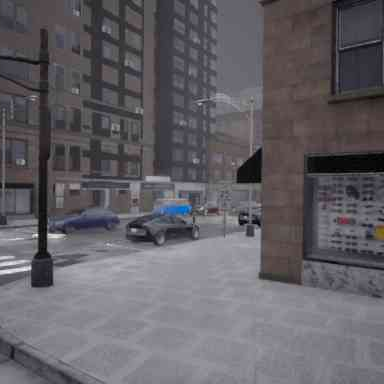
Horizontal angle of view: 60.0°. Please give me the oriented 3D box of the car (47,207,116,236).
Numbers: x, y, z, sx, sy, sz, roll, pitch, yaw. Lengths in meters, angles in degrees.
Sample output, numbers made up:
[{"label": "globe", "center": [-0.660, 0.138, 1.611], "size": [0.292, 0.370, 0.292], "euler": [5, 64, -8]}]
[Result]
[{"label": "car", "center": [-6.374, 1.637, 19.688], "size": [1.812, 1.442, 4.674], "euler": [1, 0, 37]}]

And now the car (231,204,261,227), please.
[{"label": "car", "center": [5.066, 1.851, 25.380], "size": [1.947, 1.339, 4.313], "euler": [0, 0, 36]}]

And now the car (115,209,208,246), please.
[{"label": "car", "center": [-1.364, 1.765, 16.463], "size": [1.947, 1.339, 4.313], "euler": [0, 0, 36]}]

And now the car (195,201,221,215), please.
[{"label": "car", "center": [1.368, 1.646, 34.825], "size": [1.967, 1.590, 4.097], "euler": [0, 0, 36]}]

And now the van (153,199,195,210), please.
[{"label": "van", "center": [-1.845, 1.503, 30.367], "size": [1.690, 1.788, 3.998], "euler": [0, 0, 36]}]

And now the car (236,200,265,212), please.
[{"label": "car", "center": [7.698, 1.825, 43.604], "size": [1.752, 1.417, 4.829], "euler": [0, 0, 36]}]

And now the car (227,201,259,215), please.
[{"label": "car", "center": [5.625, 1.766, 36.312], "size": [2.128, 1.511, 4.902], "euler": [1, 0, 36]}]
